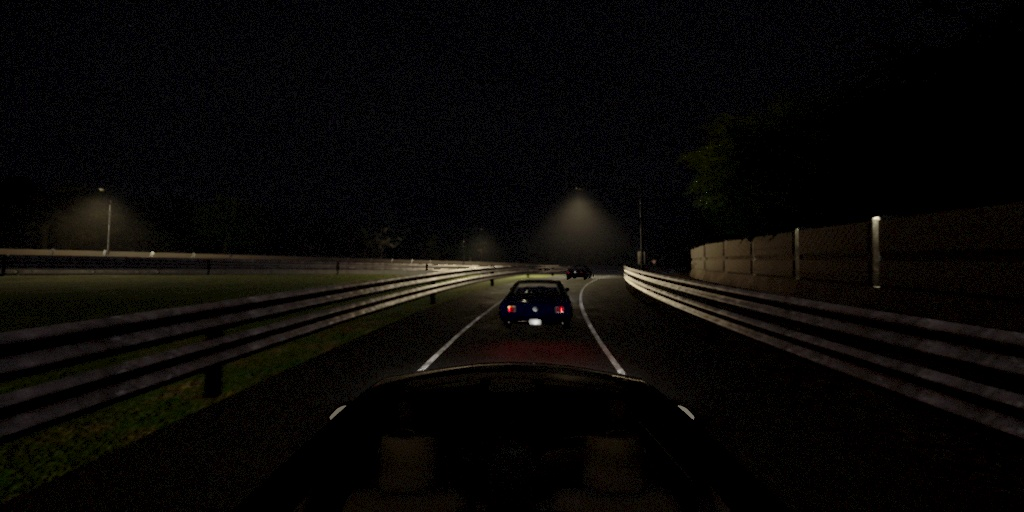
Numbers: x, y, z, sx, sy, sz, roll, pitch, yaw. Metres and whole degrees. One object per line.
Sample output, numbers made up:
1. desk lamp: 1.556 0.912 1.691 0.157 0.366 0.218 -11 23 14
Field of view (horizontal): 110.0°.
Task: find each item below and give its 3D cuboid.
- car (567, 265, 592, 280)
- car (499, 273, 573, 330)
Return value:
1. car: 6.503 1.529 34.461 2.033 1.411 5.357 -1 -1 20
2. car: 0.859 1.381 11.257 1.895 1.301 4.718 0 0 7
